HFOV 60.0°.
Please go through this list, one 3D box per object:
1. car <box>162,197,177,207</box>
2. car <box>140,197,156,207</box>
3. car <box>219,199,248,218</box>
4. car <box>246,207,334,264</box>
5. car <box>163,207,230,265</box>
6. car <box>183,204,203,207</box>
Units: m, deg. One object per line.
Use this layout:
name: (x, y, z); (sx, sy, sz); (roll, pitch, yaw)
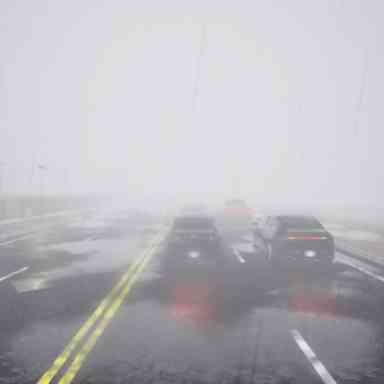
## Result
car: (-3.297, 1.469, 49.796); (1.812, 1.442, 4.674); (0, 0, 0)
car: (-6.544, 1.508, 50.055); (1.994, 1.385, 4.181); (0, 0, 0)
car: (3.329, 1.312, 26.702); (2.097, 1.767, 4.553); (0, 0, 0)
car: (3.321, 1.484, 11.722); (1.837, 1.490, 4.892); (0, 0, 0)
car: (0.072, 1.484, 11.556); (1.837, 1.490, 4.892); (0, 0, 0)
car: (0.073, 1.563, 25.564); (1.895, 1.301, 4.718); (0, 0, 0)
